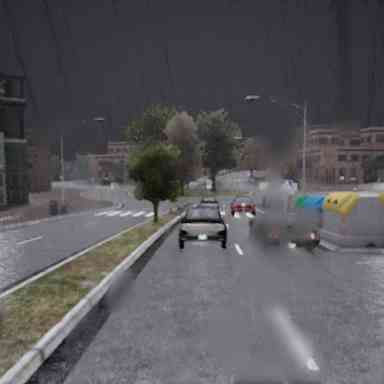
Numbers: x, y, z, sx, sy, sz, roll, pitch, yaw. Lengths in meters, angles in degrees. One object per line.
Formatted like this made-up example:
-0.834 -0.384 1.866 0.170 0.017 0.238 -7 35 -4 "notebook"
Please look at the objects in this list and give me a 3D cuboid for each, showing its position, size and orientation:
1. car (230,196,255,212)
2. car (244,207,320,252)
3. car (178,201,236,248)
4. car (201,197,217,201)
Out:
4.638 1.130 30.881 2.097 1.767 4.553 0 0 5 "car"
3.437 1.491 13.349 1.895 1.301 4.718 0 0 2 "car"
0.475 1.366 14.133 2.128 1.511 4.902 0 1 2 "car"
1.658 1.246 31.326 2.128 1.511 4.902 0 1 5 "car"
